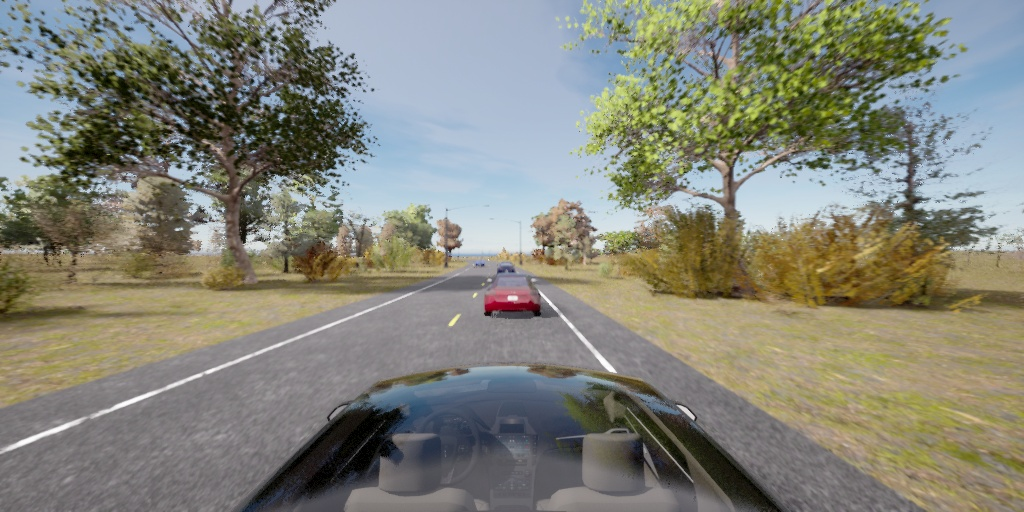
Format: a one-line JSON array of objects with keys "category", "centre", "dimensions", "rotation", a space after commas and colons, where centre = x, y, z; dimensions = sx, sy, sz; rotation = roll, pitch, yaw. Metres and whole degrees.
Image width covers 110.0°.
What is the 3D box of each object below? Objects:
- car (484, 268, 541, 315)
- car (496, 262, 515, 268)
[{"category": "car", "centre": [-0.001, 1.336, 13.618], "dimensions": [1.994, 1.385, 4.181], "rotation": [0, 0, -1]}, {"category": "car", "centre": [-0.637, 1.331, 37.789], "dimensions": [1.812, 1.442, 4.674], "rotation": [0, 0, -2]}]
